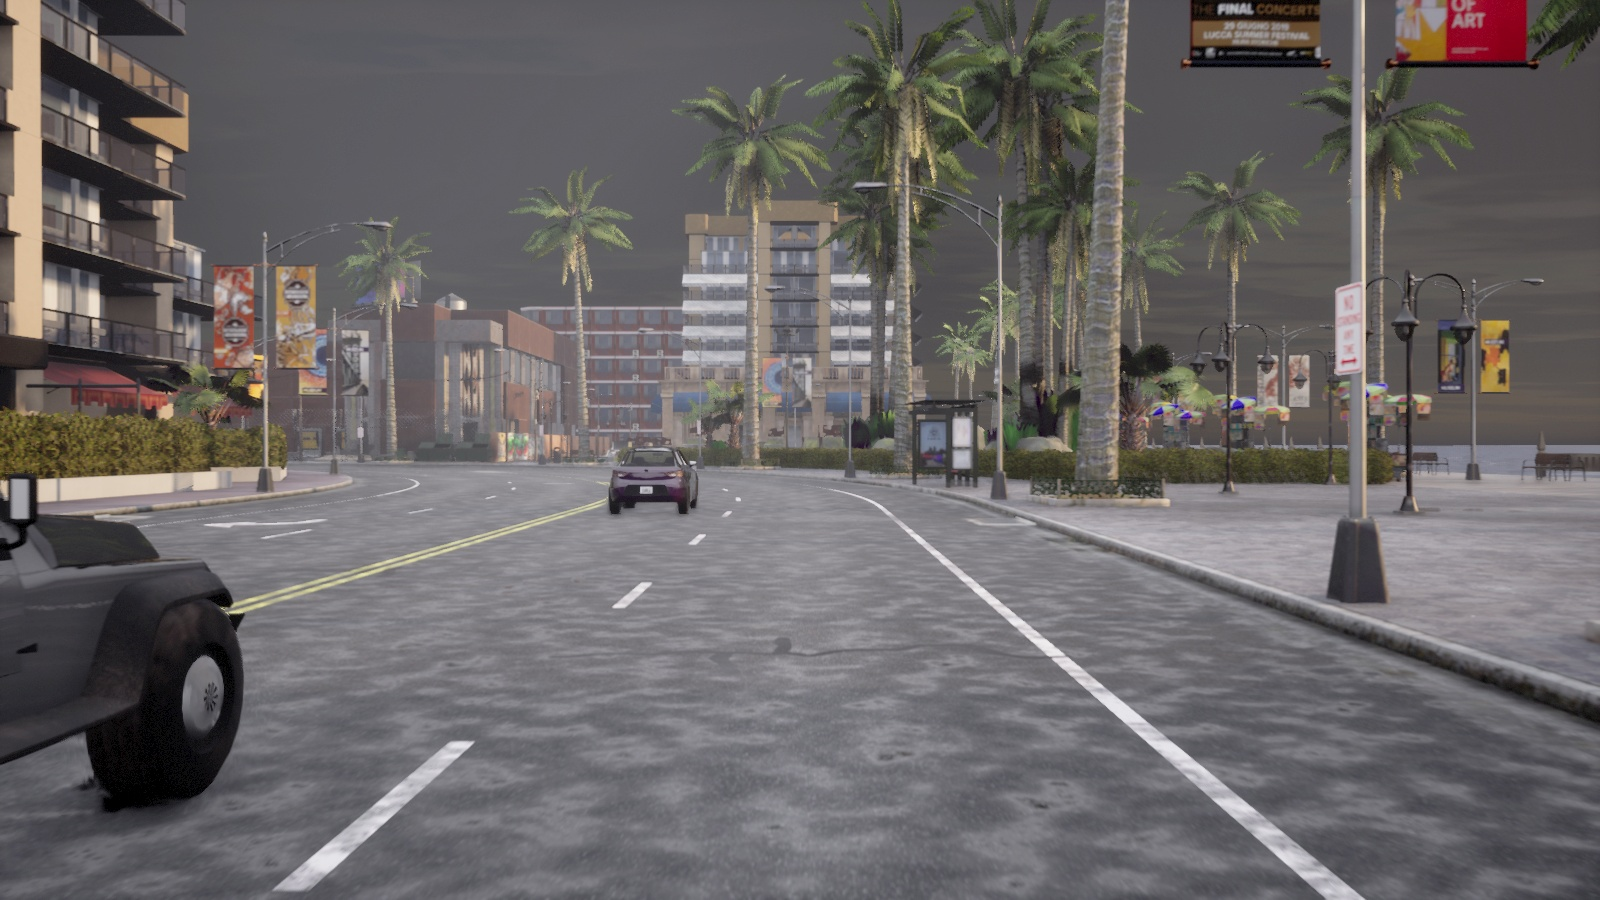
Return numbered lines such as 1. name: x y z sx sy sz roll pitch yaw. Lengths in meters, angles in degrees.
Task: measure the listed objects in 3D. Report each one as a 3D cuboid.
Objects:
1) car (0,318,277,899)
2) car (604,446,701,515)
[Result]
1. car: -3.461 0.524 4.064 1.905 1.878 3.866 0 0 0
2. car: -3.311 0.641 28.905 1.816 1.474 4.193 0 0 -1
